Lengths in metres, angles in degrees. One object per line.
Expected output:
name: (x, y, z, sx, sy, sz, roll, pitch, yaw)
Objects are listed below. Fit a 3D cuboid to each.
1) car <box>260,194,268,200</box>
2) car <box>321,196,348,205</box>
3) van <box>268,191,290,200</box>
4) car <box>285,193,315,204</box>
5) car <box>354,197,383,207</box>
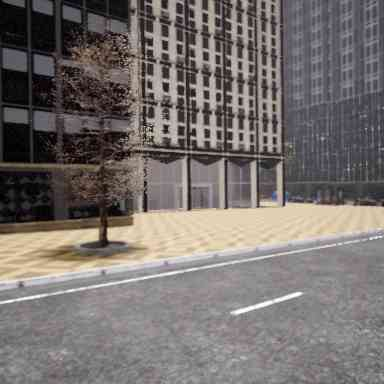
car: (15.245, 0.985, 73.889, 1.802, 1.307, 4.206, -1, 1, -35)
car: (21.356, 1.318, 50.407, 1.802, 1.307, 4.206, -1, 1, -35)
van: (18.509, 0.789, 69.234, 1.690, 1.788, 3.998, -1, 1, -35)
car: (18.138, 1.257, 55.091, 1.947, 1.339, 4.313, -1, 1, -35)
car: (24.608, 1.346, 45.743, 1.947, 1.339, 4.313, -1, 1, -35)
